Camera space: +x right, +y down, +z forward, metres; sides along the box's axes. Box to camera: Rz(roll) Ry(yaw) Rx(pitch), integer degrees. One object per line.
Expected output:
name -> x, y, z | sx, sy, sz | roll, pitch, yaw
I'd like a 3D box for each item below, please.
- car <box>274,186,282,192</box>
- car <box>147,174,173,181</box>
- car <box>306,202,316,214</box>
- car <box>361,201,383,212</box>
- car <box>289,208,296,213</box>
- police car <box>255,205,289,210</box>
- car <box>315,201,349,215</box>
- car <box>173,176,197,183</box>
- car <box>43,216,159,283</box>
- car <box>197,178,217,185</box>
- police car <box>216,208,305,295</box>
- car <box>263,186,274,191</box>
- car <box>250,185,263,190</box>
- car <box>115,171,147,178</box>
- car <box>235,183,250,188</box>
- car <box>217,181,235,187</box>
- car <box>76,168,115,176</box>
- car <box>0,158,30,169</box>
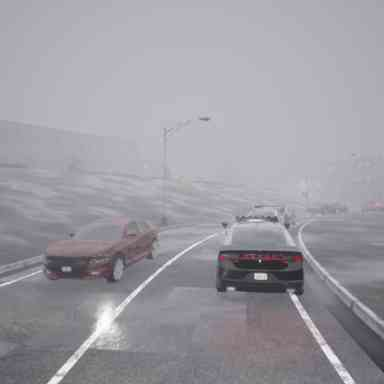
car -> 20.631, -0.417, 84.157 | 2.435, 2.045, 5.566 | -3, -6, 40
car -> -6.064, -2.200, 55.843 | 4.674, 1.452, 2.002 | 4, -6, -42
car -> 17.889, 2.144, 46.499 | 4.553, 1.767, 2.097 | 1, -4, -42
car -> 27.244, 2.117, 49.756 | 4.553, 1.767, 2.097 | 2, -4, -39
car -> 6.136, 1.693, 23.519 | 1.837, 1.490, 4.892 | -2, -1, 24
police car -> 4.061, 1.544, 18.299 | 1.930, 1.638, 5.238 | -1, -1, 19
car -> 17.852, 2.050, 41.594 | 4.892, 1.490, 1.837 | 1, -4, -41
car -> -2.009, -1.972, 59.624 | 5.008, 1.535, 2.097 | 4, -6, -43
car -> -2.487, 1.567, 10.282 | 1.882, 1.535, 5.008 | -1, -1, 11
car -> 1.946, -1.825, 63.480 | 4.553, 1.767, 2.185 | 4, -6, -44
police car -> 1.749, 1.458, 9.037 | 1.930, 1.638, 5.238 | -1, 0, 9
car -> 17.046, -0.641, 79.846 | 2.185, 1.767, 4.553 | -4, -6, 41
car -> 13.366, -0.838, 75.580 | 2.231, 1.521, 4.892 | -4, -6, 42
car -> -10.198, -2.495, 52.154 | 4.892, 1.521, 2.231 | 3, -5, -41
car -> 9.735, -1.086, 71.561 | 2.002, 1.452, 4.674 | -4, -6, 43
car -> 5.951, -1.381, 67.553 | 2.163, 1.488, 4.792 | -4, -6, 44
car -> -14.380, -2.726, 48.559 | 4.892, 1.521, 2.231 | 3, -5, -41
car -> -22.680, -3.284, 41.451 | 4.553, 1.767, 2.185 | 3, -5, -41
